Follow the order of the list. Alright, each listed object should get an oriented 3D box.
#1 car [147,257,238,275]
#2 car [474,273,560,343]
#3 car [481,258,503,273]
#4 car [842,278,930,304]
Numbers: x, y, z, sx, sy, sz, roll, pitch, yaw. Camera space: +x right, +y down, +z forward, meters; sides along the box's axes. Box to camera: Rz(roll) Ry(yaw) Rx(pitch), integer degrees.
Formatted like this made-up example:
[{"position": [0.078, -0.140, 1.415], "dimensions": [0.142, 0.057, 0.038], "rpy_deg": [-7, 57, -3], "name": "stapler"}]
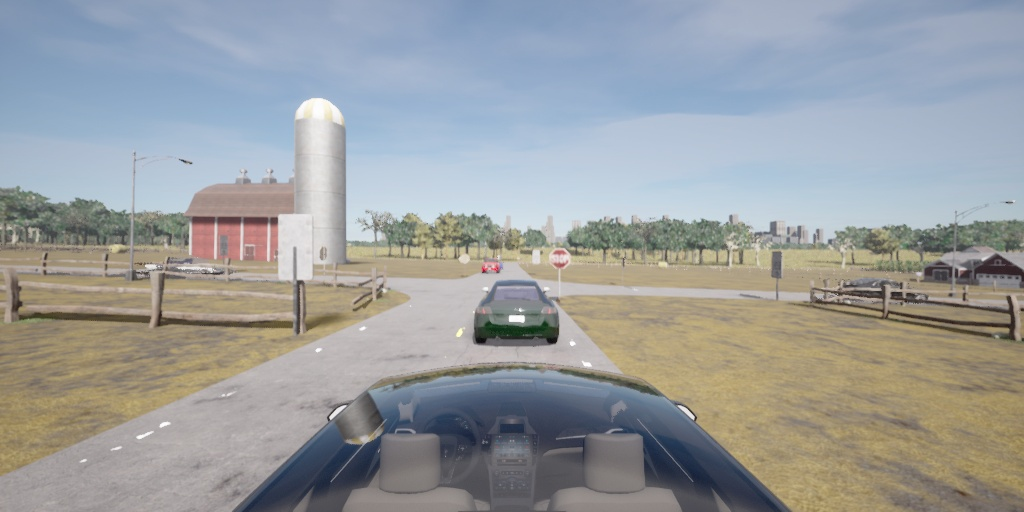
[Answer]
[{"position": [-21.388, 0.761, 24.131], "dimensions": [4.718, 1.301, 1.895], "rpy_deg": [2, 0, 0], "name": "car"}, {"position": [0.112, 1.319, 9.683], "dimensions": [1.994, 1.385, 4.181], "rpy_deg": [0, 0, 0], "name": "car"}, {"position": [-2.735, 1.261, 46.974], "dimensions": [2.150, 2.045, 5.566], "rpy_deg": [0, -1, 1], "name": "car"}, {"position": [24.834, 2.290, 23.971], "dimensions": [4.892, 1.490, 1.837], "rpy_deg": [2, 0, 0], "name": "car"}]
